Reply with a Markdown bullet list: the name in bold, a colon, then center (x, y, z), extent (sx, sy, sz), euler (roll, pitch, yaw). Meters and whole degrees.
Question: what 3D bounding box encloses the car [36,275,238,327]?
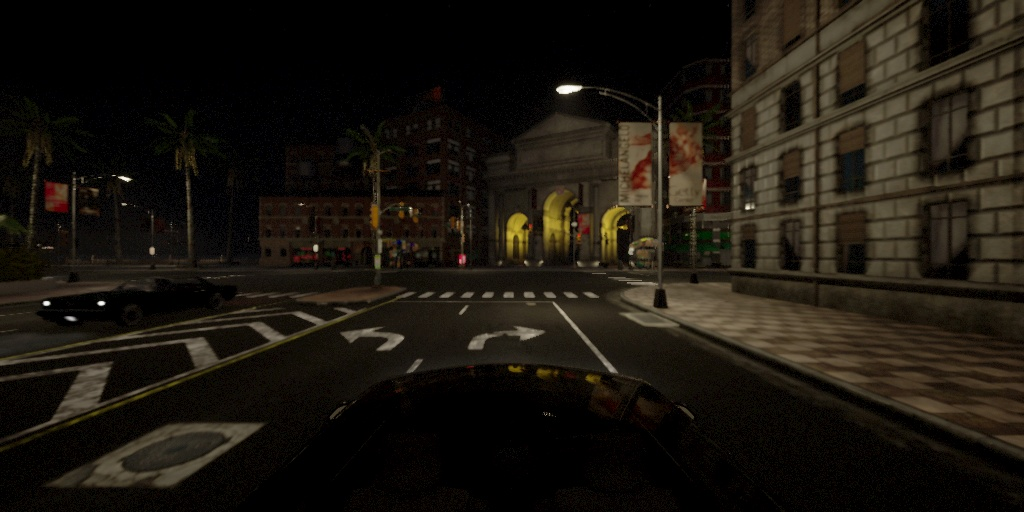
- **car**: center (-11.508, 1.318, 11.564), extent (1.895, 1.301, 4.718), euler (0, 0, 0)
